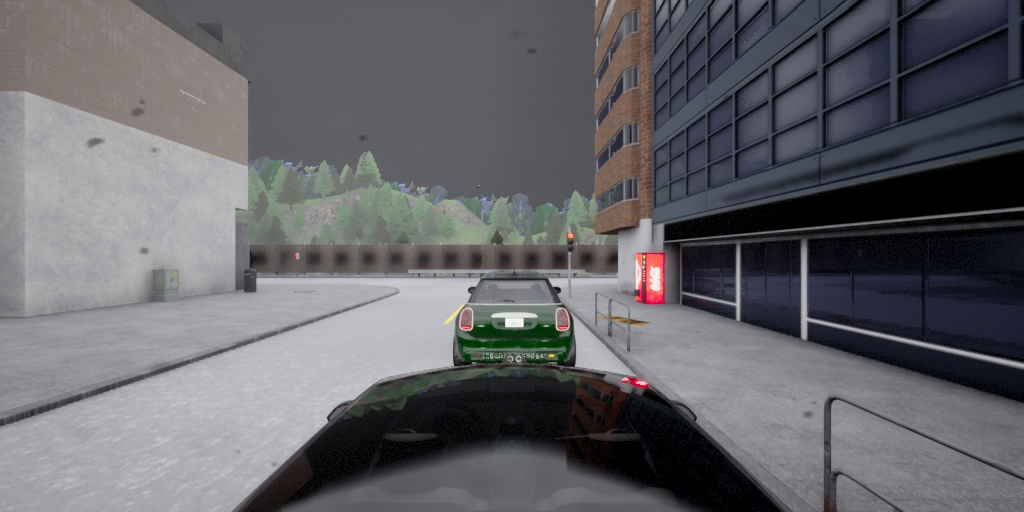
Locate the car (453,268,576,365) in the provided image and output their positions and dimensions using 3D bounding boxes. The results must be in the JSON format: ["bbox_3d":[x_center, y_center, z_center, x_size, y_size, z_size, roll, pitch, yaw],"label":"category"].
[{"bbox_3d":[0.055,1.102,7.939,2.097,1.767,4.553,0,0,0],"label":"car"}]
